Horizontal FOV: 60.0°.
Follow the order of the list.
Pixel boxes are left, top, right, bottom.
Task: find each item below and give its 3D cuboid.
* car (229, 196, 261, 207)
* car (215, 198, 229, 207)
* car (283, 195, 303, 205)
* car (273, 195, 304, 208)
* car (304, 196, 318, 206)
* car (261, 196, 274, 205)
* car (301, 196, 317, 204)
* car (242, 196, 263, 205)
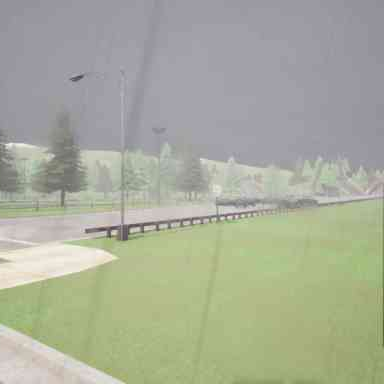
[{"bbox_3d":[8.087,1.491,50.483,2.128,1.511,4.902,0,0,35],"label":"car"},{"bbox_3d":[5.390,1.564,52.719,1.994,1.385,4.181,0,0,35],"label":"car"},{"bbox_3d":[17.602,1.352,57.900,2.097,1.767,4.553,0,0,35],"label":"car"},{"bbox_3d":[13.319,1.505,45.761,1.837,1.490,4.892,0,0,35],"label":"car"},{"bbox_3d":[19.181,1.505,54.223,1.837,1.490,4.892,0,0,35],"label":"car"},{"bbox_3d":[13.919,1.491,58.913,2.128,1.511,4.902,0,0,35],"label":"car"},{"bbox_3d":[23.097,1.526,65.753,1.812,1.442,4.674,0,0,35],"label":"car"},{"bbox_3d":[11.051,1.477,60.919,1.882,1.535,5.008,0,0,35],"label":"car"}]
